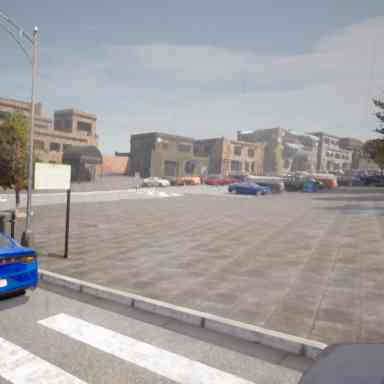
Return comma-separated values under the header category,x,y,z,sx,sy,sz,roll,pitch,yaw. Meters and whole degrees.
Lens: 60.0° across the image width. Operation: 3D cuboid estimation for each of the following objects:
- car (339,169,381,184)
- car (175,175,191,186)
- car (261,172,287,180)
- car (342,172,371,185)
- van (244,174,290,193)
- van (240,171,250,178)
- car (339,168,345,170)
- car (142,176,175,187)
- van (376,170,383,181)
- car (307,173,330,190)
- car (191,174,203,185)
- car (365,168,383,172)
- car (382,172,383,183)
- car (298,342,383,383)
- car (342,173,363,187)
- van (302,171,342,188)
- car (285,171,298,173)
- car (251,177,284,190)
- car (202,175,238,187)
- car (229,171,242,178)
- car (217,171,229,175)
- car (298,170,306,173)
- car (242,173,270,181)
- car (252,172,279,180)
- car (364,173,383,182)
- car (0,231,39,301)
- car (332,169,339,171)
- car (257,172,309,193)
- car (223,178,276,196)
category,x,y,z,sx,sy,sz,roll,pitch,yaw
car,27.862,-2.333,55.161,5.566,2.045,2.435,4,7,31
car,-3.232,-1.695,52.372,4.792,1.488,2.163,2,5,30
car,17.069,-3.407,69.282,5.008,1.535,2.097,2,5,30
car,25.508,-1.865,53.315,4.792,1.488,2.163,4,7,31
van,9.063,-0.815,40.307,4.442,1.987,1.878,4,7,32
van,7.939,-2.891,61.841,4.442,1.987,1.878,2,6,30
car,35.191,-4.824,84.136,5.008,1.535,2.097,2,5,31
car,-5.518,-1.497,50.497,4.674,1.452,2.002,2,5,30
van,37.234,-3.059,62.688,4.442,1.987,1.878,4,7,30
car,16.024,-1.278,45.914,4.553,1.767,2.185,4,7,32
car,-0.976,-2.037,54.240,4.553,1.767,2.185,2,6,30
car,32.533,-2.711,58.939,5.566,2.045,2.435,4,7,30
car,30.179,-2.273,57.089,4.892,1.521,2.231,4,7,31
car,3.025,1.550,1.268,5.357,1.411,2.033,0,0,35
car,23.135,-1.707,51.452,4.892,1.521,2.231,4,7,31
van,18.515,-1.555,47.672,4.442,1.987,1.878,4,7,32
car,16.726,-2.535,60.691,4.674,1.442,1.812,-5,7,-40
car,10.779,-1.301,47.663,1.837,1.490,4.892,-3,6,-27
car,4.337,-1.566,51.792,4.718,1.301,1.895,-4,7,-36
car,5.781,-2.476,59.930,5.008,1.535,2.097,2,5,30
car,3.546,-2.412,58.011,4.553,1.767,2.185,2,6,30
car,21.600,-3.776,72.992,4.892,1.521,2.231,2,6,30
car,12.551,-3.035,65.549,5.008,1.535,2.097,2,5,30
car,14.840,-3.190,67.397,4.792,1.488,2.163,2,5,30
car,34.658,-2.666,60.964,5.366,1.575,1.946,4,7,30
car,-5.401,1.440,7.367,5.008,1.535,1.882,1,1,36
car,32.931,-4.664,82.276,5.008,1.535,2.097,2,6,31
car,11.297,-1.033,42.213,5.566,2.045,2.435,4,7,32
car,6.597,-0.413,38.555,5.008,1.535,2.097,4,7,32
